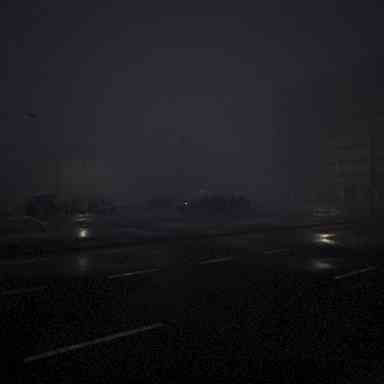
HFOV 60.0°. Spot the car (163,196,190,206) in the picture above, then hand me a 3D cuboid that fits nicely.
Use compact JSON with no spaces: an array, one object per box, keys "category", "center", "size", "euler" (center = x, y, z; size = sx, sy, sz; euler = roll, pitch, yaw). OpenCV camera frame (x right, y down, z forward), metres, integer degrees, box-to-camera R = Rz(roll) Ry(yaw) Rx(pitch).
[{"category":"car","center":[-3.194,1.656,68.901],"size":[2.033,1.411,5.357],"euler":[0,0,-35]}]

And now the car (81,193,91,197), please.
[{"category":"car","center":[-20.746,1.209,64.370],"size":[1.905,1.878,3.866],"euler":[0,0,-35]}]

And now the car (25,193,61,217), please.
[{"category":"car","center":[-13.487,1.206,29.603],"size":[1.932,1.855,4.605],"euler":[0,0,-35]}]

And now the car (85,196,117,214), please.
[{"category":"car","center":[-8.952,1.448,32.851],"size":[1.970,1.475,3.806],"euler":[0,0,-35]}]

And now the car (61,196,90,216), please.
[{"category":"car","center":[-11.321,1.417,31.187],"size":[1.784,1.438,3.905],"euler":[0,0,-35]}]

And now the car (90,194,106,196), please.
[{"category":"car","center":[-12.916,1.448,48.523],"size":[1.970,1.475,3.806],"euler":[0,0,-35]}]
